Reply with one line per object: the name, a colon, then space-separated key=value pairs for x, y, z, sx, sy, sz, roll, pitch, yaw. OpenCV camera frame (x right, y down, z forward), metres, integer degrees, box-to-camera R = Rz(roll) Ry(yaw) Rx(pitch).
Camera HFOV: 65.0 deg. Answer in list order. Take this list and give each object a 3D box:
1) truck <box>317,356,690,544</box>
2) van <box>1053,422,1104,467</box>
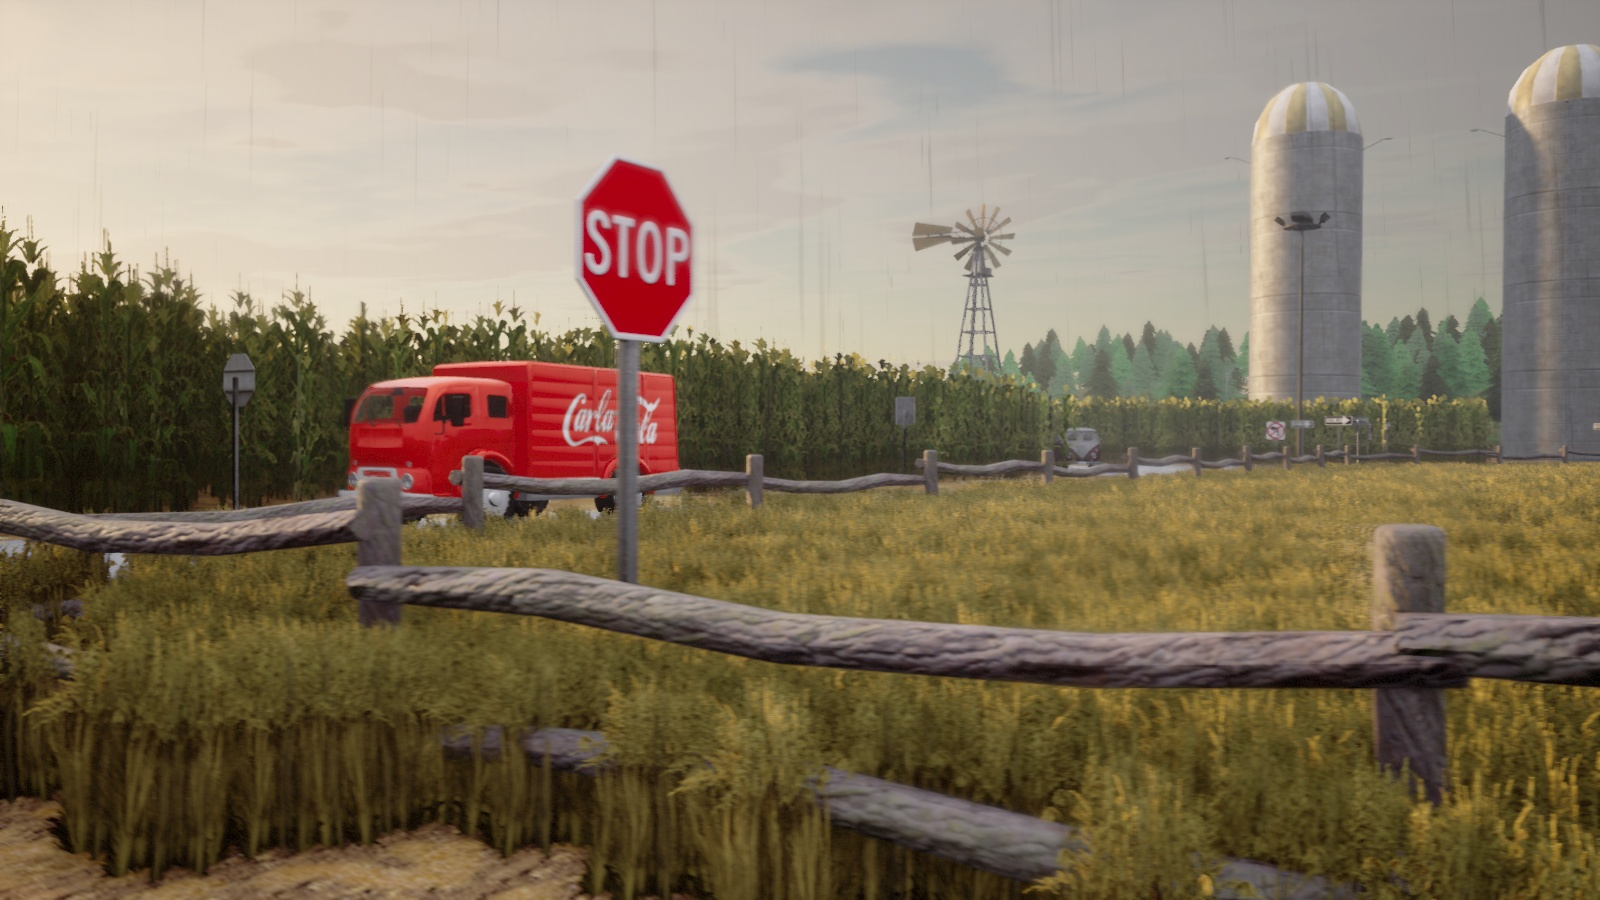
truck: x=-4.378 y=-0.014 z=19.432 sx=2.627 sy=2.467 sz=5.204 roll=0 pitch=0 yaw=34
van: x=12.764 y=-0.267 z=57.765 sx=1.775 sy=1.987 sz=4.442 roll=-1 pitch=1 yaw=6
